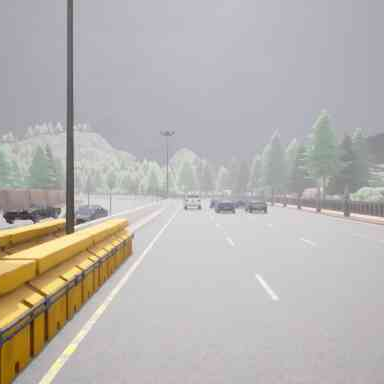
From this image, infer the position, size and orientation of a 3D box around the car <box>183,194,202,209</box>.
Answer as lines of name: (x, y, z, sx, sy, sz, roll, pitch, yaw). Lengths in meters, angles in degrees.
car: (0.103, 1.221, 44.315, 2.150, 2.045, 5.566, 0, 0, 0)

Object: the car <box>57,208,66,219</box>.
car: (-6.989, 1.549, 22.279, 2.033, 1.411, 5.357, 0, 0, 0)

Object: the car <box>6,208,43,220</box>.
car: (-10.489, 1.313, 22.252, 1.895, 1.301, 4.718, 0, 0, 0)

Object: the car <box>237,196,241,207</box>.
car: (7.021, 1.352, 46.943, 2.097, 1.767, 4.553, 0, 0, 0)

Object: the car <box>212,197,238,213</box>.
car: (3.610, 1.478, 37.004, 1.882, 1.535, 5.008, 0, 0, 0)

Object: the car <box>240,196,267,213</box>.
car: (7.078, 1.492, 37.043, 2.128, 1.511, 4.902, 0, 0, 0)

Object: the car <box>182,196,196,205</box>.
car: (-0.521, 1.491, 58.734, 2.128, 1.511, 4.902, 0, 0, -5)

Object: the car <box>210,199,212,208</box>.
car: (3.530, 1.478, 47.477, 1.882, 1.535, 5.008, 0, 0, 0)
